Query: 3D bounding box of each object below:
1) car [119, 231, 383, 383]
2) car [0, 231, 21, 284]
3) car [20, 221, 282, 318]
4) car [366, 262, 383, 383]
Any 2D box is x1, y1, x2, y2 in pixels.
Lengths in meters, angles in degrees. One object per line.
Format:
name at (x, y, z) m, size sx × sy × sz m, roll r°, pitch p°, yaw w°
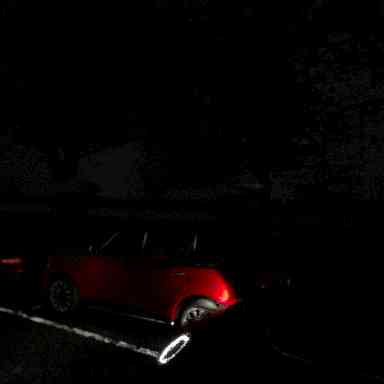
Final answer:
car at (1.839, 1.462, 2.717) m, size 4.553 × 1.767 × 2.097 m, roll 0°, pitch -2°, yaw 32°
car at (-5.460, 1.706, 8.971) m, size 4.206 × 1.307 × 1.802 m, roll 0°, pitch -2°, yaw 29°
car at (-0.592, 1.467, 6.282) m, size 5.009 × 1.841 × 2.192 m, roll 0°, pitch -2°, yaw 29°
car at (4.258, 1.757, 3.552) m, size 4.206 × 1.307 × 1.802 m, roll 0°, pitch -2°, yaw 29°
